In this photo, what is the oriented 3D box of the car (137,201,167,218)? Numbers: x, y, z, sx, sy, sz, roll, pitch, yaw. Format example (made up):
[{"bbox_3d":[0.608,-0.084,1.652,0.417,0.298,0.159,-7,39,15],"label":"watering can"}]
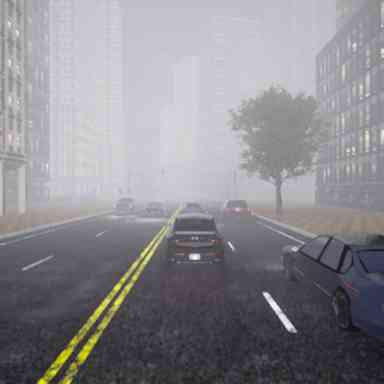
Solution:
[{"bbox_3d":[-3.349,1.537,29.839,1.994,1.385,4.181,0,0,0],"label":"car"}]

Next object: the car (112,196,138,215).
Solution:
[{"bbox_3d":[-6.596,1.318,33.690,2.097,1.767,4.553,0,0,0],"label":"car"}]

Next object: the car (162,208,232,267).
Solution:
[{"bbox_3d":[0.086,1.498,11.386,1.837,1.490,4.892,0,0,0],"label":"car"}]

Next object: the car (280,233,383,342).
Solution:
[{"bbox_3d":[3.316,1.545,6.722,2.033,1.411,5.357,0,0,0],"label":"car"}]

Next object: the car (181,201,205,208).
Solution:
[{"bbox_3d":[0.089,1.502,27.558,1.812,1.442,4.674,0,0,0],"label":"car"}]

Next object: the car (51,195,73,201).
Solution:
[{"bbox_3d":[-28.190,1.269,71.986,4.507,1.381,1.887,0,0,1],"label":"car"}]

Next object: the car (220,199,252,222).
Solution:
[{"bbox_3d":[3.336,1.330,26.238,2.097,1.767,4.553,0,0,0],"label":"car"}]

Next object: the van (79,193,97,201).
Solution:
[{"bbox_3d":[-22.650,1.091,71.938,3.998,1.788,1.690,0,0,1],"label":"van"}]
